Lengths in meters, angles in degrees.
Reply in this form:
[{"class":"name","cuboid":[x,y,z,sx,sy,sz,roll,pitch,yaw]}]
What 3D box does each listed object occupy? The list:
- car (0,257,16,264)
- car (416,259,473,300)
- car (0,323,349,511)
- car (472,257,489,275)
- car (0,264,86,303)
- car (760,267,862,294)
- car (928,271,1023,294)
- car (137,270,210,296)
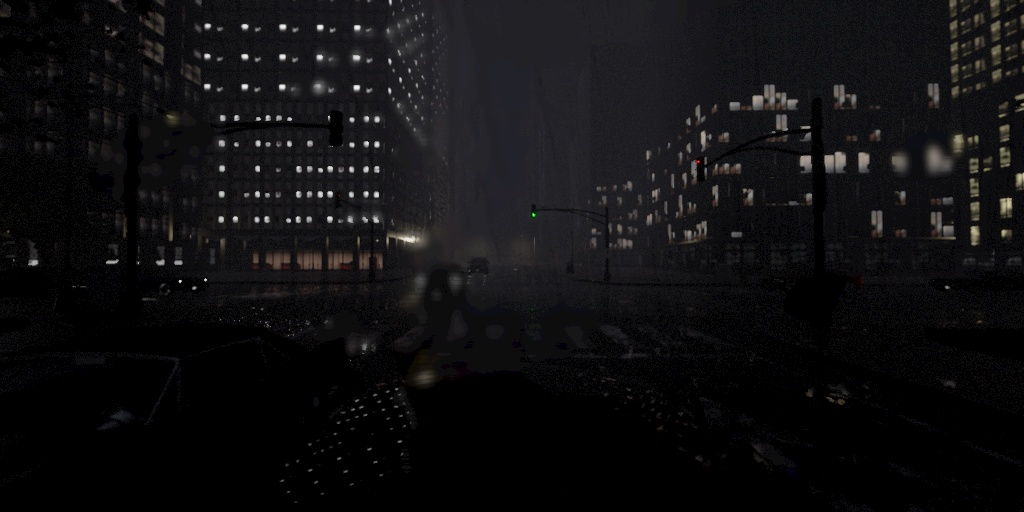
[{"class":"car","cuboid":[-28.642,0.986,19.216,5.566,2.045,2.150,0,-1,2]},{"class":"car","cuboid":[-3.369,1.151,18.124,2.097,1.767,4.553,0,-1,-1]},{"class":"car","cuboid":[-3.258,1.357,2.896,1.895,1.301,4.718,0,0,0]},{"class":"car","cuboid":[-3.850,1.169,42.234,2.150,2.045,5.566,0,1,-1]},{"class":"car","cuboid":[-20.244,1.219,15.705,4.892,1.490,1.837,0,-1,2]},{"class":"car","cuboid":[17.193,1.360,20.787,5.008,1.535,1.882,0,-1,2]},{"class":"car","cuboid":[27.133,1.494,20.508,4.718,1.301,1.895,0,-1,1]},{"class":"car","cuboid":[-18.885,1.377,18.912,4.718,1.301,1.895,0,-1,2]}]
